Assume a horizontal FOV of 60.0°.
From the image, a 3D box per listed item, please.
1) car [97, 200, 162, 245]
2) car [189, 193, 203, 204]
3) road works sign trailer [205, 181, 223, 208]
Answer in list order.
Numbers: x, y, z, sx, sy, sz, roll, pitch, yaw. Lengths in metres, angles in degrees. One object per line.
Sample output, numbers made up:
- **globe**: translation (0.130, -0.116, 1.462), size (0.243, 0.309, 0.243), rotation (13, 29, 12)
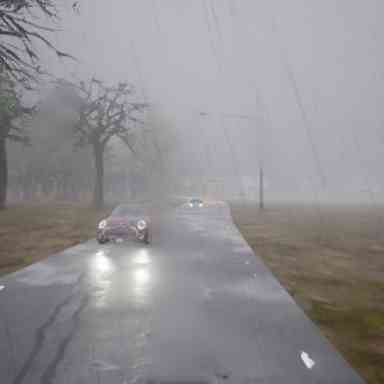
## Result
- **car**: translation (-2.671, 1.272, 15.060), size (2.097, 1.767, 4.553), rotation (0, 0, 3)
- **car**: translation (0.721, 1.046, 56.458), size (2.097, 1.767, 4.553), rotation (0, 0, 3)
- **road works sign trailer**: translation (2.961, 0.232, 43.972), size (2.380, 3.560, 2.880), rotation (0, 0, 4)
